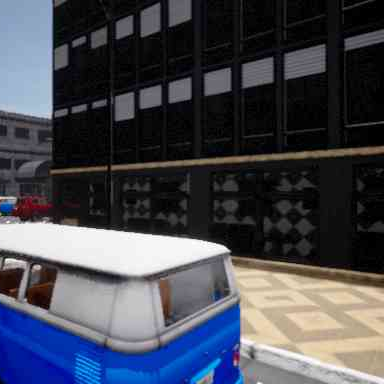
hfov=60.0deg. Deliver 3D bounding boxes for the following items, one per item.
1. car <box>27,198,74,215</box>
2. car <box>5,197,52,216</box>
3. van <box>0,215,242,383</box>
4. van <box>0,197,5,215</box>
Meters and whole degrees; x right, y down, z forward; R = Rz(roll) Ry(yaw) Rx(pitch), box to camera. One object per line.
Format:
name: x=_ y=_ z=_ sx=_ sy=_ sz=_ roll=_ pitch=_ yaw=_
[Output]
car: x=-14.931 y=1.470 z=35.304 sx=1.967 sy=1.590 sz=4.097 roll=0 pitch=0 yaw=35
car: x=-11.292 y=1.304 z=25.952 sx=2.192 sy=1.841 sz=5.009 roll=0 pitch=0 yaw=35
van: x=-1.402 y=1.335 z=3.839 sx=3.998 sy=1.788 sz=1.690 roll=0 pitch=0 yaw=36
van: x=-18.127 y=1.353 z=30.799 sx=1.690 sy=1.788 sz=3.998 roll=0 pitch=0 yaw=35
